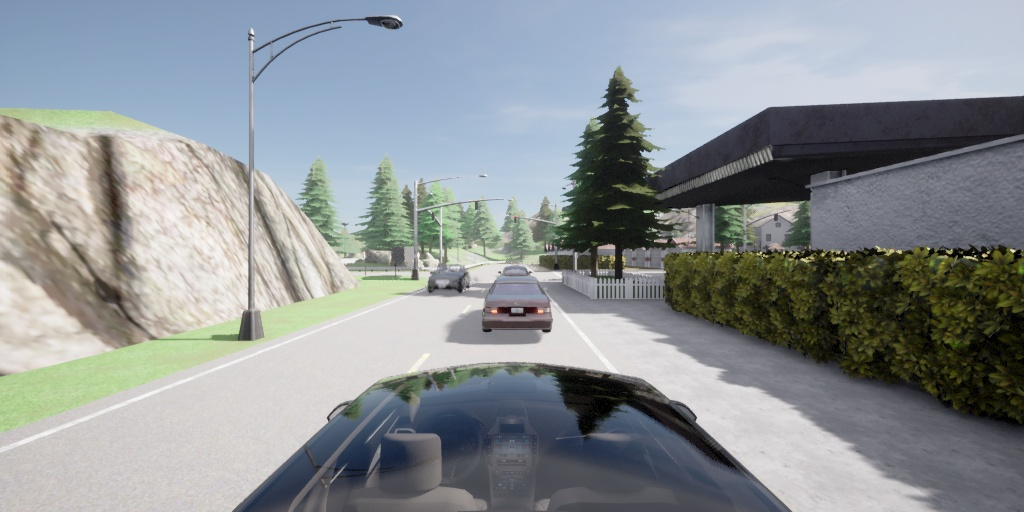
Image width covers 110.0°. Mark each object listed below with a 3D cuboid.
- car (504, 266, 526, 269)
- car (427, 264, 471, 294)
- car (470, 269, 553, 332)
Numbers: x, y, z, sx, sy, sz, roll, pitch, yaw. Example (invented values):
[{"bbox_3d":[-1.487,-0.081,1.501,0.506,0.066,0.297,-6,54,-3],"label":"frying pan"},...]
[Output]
[{"bbox_3d":[0.181,1.276,20.358,1.812,1.442,4.674,0,0,0],"label":"car"},{"bbox_3d":[-3.465,1.242,20.402,2.128,1.511,4.902,0,0,1],"label":"car"},{"bbox_3d":[0.136,1.297,10.772,2.033,1.411,5.357,0,0,0],"label":"car"}]
